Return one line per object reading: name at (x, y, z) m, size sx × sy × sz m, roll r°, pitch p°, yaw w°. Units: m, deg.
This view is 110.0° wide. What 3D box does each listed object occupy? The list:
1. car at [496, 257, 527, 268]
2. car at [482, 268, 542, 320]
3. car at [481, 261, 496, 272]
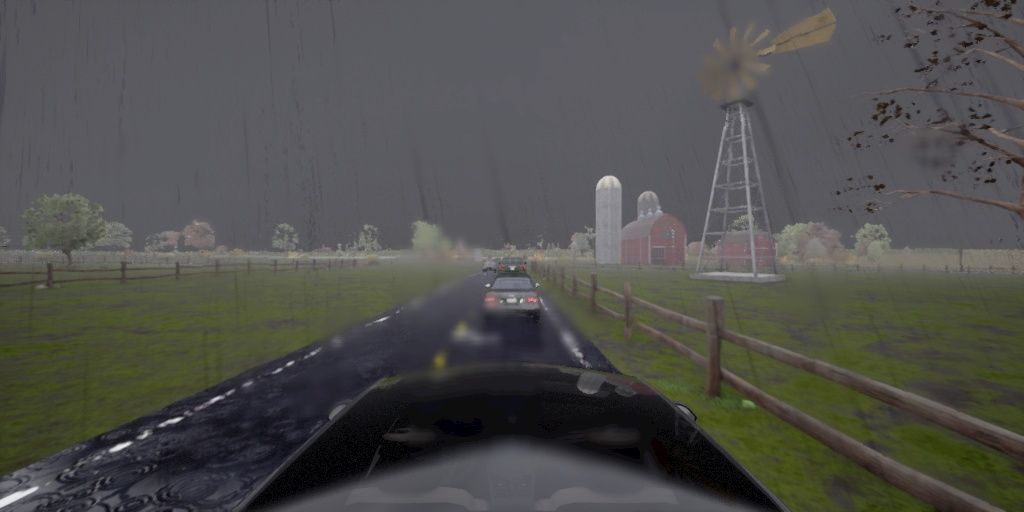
car at (0.062, 1.064, 30.159) m, size 2.150 × 2.045 × 5.566 m, roll 0°, pitch 0°, yaw 0°
car at (0.041, 1.335, 12.683) m, size 2.033 × 1.411 × 5.357 m, roll 0°, pitch 0°, yaw 1°
car at (-2.823, 1.392, 46.643) m, size 1.837 × 1.490 × 4.892 m, roll 0°, pitch -1°, yaw 0°
